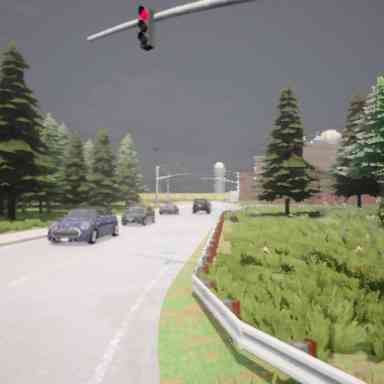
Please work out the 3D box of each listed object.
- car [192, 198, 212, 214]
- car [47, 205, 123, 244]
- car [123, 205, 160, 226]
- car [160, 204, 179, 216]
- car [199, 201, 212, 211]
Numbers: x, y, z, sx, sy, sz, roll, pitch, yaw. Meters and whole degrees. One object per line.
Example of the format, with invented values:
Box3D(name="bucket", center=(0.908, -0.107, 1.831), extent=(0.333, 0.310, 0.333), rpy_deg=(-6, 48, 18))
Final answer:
Box3D(name="car", center=(1.239, 1.862, 44.277), extent=(2.150, 2.045, 5.566), rpy_deg=(0, -1, 5))
Box3D(name="car", center=(-5.410, 1.565, 17.032), extent=(2.097, 1.767, 4.553), rpy_deg=(0, -1, 7))
Box3D(name="car", center=(-4.237, 1.861, 26.751), extent=(1.837, 1.490, 4.892), rpy_deg=(0, 0, 7))
Box3D(name="car", center=(-2.773, 2.126, 40.617), extent=(1.994, 1.385, 4.181), rpy_deg=(0, -1, 5))
Box3D(name="car", center=(2.295, 2.368, 56.678), extent=(2.033, 1.411, 5.357), rpy_deg=(0, -1, 5))
